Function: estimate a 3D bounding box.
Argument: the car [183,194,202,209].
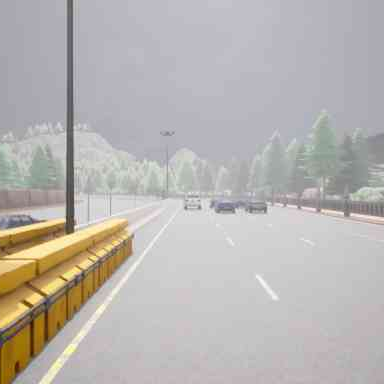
[{"bbox_3d":[0.103,1.221,44.315,2.150,2.045,5.566,0,0,0],"label":"car"}]

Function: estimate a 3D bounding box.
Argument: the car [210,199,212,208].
[{"bbox_3d":[3.530,1.478,47.477,1.882,1.535,5.008,0,0,0],"label":"car"}]

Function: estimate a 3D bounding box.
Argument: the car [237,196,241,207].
[{"bbox_3d":[7.021,1.352,46.943,2.097,1.767,4.553,0,0,0],"label":"car"}]

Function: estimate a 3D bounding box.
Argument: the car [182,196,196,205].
[{"bbox_3d":[-0.521,1.491,58.734,2.128,1.511,4.902,0,0,-5],"label":"car"}]

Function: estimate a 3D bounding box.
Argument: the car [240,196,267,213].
[{"bbox_3d":[7.078,1.492,37.043,2.128,1.511,4.902,0,0,0],"label":"car"}]

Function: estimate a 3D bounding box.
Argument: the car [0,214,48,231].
[{"bbox_3d":[-7.068,1.547,12.317,2.033,1.411,5.357,0,0,0],"label":"car"}]

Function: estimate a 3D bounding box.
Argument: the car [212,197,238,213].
[{"bbox_3d":[3.610,1.478,37.004,1.882,1.535,5.008,0,0,0],"label":"car"}]
